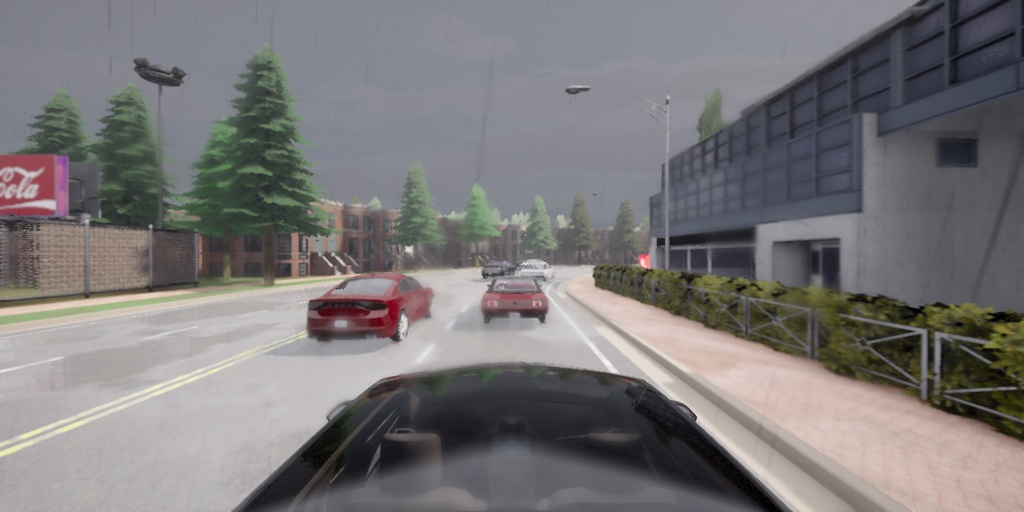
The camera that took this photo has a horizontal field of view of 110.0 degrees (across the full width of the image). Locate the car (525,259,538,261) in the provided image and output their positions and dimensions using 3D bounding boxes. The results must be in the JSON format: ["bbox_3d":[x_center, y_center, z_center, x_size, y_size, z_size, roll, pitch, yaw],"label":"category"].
[{"bbox_3d":[2.470,1.110,43.898,1.812,1.442,4.674,0,0,37],"label":"car"}]

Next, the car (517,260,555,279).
[{"bbox_3d":[2.148,1.248,28.018,1.895,1.301,4.718,0,0,17],"label":"car"}]

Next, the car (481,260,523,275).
[{"bbox_3d":[-0.922,1.132,29.565,2.128,1.511,4.902,0,0,18],"label":"car"}]

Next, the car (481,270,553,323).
[{"bbox_3d":[0.095,1.311,11.896,1.895,1.301,4.718,0,0,0],"label":"car"}]

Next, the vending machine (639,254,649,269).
[{"bbox_3d":[15.333,0.789,41.564,0.880,2.100,1.100,0,0,-44],"label":"vending machine"}]

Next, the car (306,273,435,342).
[{"bbox_3d":[-3.416,1.196,9.655,1.882,1.535,5.008,0,0,0],"label":"car"}]

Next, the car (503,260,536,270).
[{"bbox_3d":[1.009,1.170,47.798,1.895,1.301,4.718,0,0,39],"label":"car"}]
